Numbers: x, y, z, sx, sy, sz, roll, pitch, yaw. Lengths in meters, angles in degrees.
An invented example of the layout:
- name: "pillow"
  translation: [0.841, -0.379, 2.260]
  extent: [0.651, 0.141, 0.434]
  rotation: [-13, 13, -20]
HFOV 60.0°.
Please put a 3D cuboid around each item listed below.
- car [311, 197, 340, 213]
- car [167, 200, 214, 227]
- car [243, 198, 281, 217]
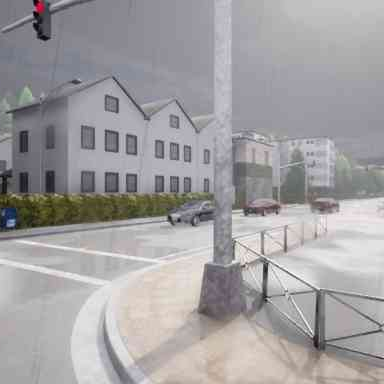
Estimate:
- name: "car"
  translation: [13.505, 1.289, 33.618]
  extent: [1.882, 1.535, 5.008]
  rotation: [0, 0, 35]
- name: "car"
  translation: [0.400, 1.303, 21.349]
  extent: [2.128, 1.511, 4.902]
  rotation: [0, 0, 35]
- name: "car"
  translation: [6.322, 1.289, 29.706]
  extent: [1.882, 1.535, 5.008]
  rotation: [0, 0, 35]
